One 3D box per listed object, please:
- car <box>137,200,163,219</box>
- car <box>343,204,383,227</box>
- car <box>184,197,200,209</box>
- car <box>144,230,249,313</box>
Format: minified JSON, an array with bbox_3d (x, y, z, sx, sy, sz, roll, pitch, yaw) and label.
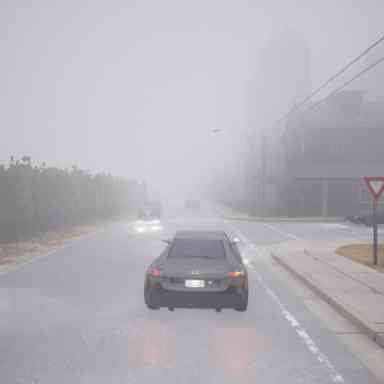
[{"bbox_3d":[-3.564,1.491,29.004,2.128,1.511,4.902,0,0,0],"label":"car"},{"bbox_3d":[12.940,1.520,21.905,5.357,1.411,2.033,0,0,0],"label":"car"},{"bbox_3d":[0.010,1.477,44.342,1.882,1.535,5.008,0,0,-4],"label":"car"},{"bbox_3d":[0.197,1.564,7.796,1.994,1.385,4.181,0,0,4],"label":"car"}]
